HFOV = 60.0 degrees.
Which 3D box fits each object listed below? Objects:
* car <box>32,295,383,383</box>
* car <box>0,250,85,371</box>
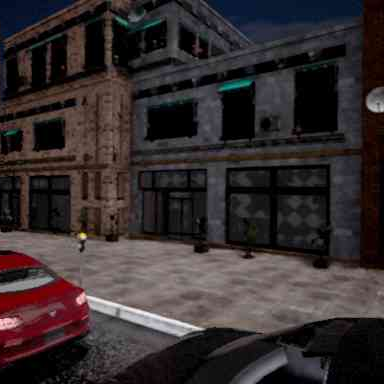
[{"bbox_3d":[1.148,1.567,2.042,4.313,1.339,1.947,0,1,36],"label":"car"},{"bbox_3d":[-3.357,1.601,5.257,4.206,1.307,1.802,0,1,36],"label":"car"}]
